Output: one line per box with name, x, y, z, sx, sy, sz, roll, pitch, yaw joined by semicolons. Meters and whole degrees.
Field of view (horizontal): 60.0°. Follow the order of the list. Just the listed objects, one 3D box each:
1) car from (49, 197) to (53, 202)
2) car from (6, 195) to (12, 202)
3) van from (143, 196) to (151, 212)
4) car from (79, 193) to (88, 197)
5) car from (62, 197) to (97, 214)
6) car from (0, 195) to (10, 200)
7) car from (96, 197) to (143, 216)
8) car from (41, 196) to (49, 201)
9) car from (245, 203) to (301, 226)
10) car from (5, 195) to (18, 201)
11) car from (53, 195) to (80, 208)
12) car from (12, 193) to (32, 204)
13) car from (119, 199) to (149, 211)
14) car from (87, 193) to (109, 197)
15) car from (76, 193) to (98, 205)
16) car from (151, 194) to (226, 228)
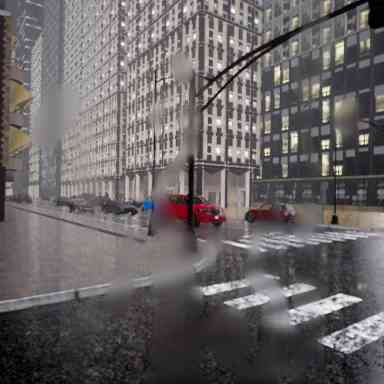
car;-24.238;1.503;61.574;2.033;1.411;5.357;1;-1;-38
car;-37.126;1.396;69.693;1.947;1.339;4.313;1;-1;-35
van;-4.125;1.381;37.703;1.690;1.788;3.998;1;-1;-35
car;-18.787;1.316;53.867;2.097;1.767;4.553;1;-1;-36
car;-10.961;1.426;32.850;2.008;1.369;4.403;1;-1;-35
car;-46.841;1.365;83.373;1.752;1.417;4.829;1;-1;-35
car;-7.013;1.478;31.772;2.033;1.411;5.357;1;-1;-35
car;-36.837;1.570;83.754;1.802;1.307;4.206;1;-1;-35
car;5.685;1.504;23.886;1.967;1.590;4.097;1;-1;-35
car;-40.396;1.377;74.298;2.008;1.369;4.403;1;-1;-35
car;-17.824;1.473;47.109;1.994;1.385;4.181;1;-1;-35
car;-30.581;1.155;60.484;2.192;1.841;5.009;1;-1;-35
car;-7.400;1.583;42.307;2.008;1.369;4.403;1;-1;-35
car;-14.509;1.379;53.054;2.097;1.767;4.553;1;-1;-35
car;-18.601;1.247;58.807;2.150;2.045;5.566;1;-1;-35
car;-0.190;1.168;22.114;2.150;2.045;5.566;1;-1;-37
